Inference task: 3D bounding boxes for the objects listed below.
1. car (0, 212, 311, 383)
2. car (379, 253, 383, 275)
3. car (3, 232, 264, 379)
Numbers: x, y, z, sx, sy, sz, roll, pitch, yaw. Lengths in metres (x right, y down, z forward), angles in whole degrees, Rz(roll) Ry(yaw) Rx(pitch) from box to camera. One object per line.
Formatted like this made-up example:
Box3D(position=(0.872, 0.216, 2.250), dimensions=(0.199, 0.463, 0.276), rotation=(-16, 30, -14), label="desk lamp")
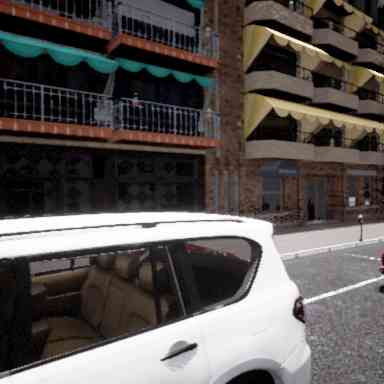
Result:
Box3D(position=(-1.506, 1.227, 2.295), dimensions=(5.566, 2.045, 2.150), rotation=(0, 0, -36), label="car")
Box3D(position=(6.552, 1.593, 8.141), dimensions=(4.718, 1.301, 1.895), rotation=(0, 0, -36), label="car")
Box3D(position=(-0.848, 1.586, 5.939), dimensions=(4.206, 1.307, 1.802), rotation=(0, -1, -36), label="car")
